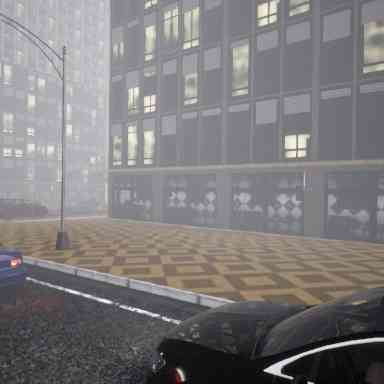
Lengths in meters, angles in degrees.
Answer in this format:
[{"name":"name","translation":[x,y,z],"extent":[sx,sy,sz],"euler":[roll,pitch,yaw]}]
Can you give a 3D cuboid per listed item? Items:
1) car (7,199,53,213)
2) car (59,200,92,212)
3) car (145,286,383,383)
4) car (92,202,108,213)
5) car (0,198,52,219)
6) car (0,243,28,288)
[{"name":"car","translation":[-19.548,1.642,40.353],"extent":[1.752,1.417,4.829],"euler":[1,0,37]},{"name":"car","translation":[-14.336,1.752,43.021],"extent":[2.033,1.411,5.357],"euler":[1,0,37]},{"name":"car","translation":[1.806,1.505,2.395],"extent":[4.892,1.490,1.837],"euler":[0,0,35]},{"name":"car","translation":[-9.253,1.829,40.169],"extent":[1.752,1.417,4.829],"euler":[1,0,37]},{"name":"car","translation":[-16.068,1.518,30.971],"extent":[2.192,1.841,5.009],"euler":[1,0,37]},{"name":"car","translation":[-6.115,1.543,8.065],"extent":[5.357,1.411,2.033],"euler":[0,0,36]}]
